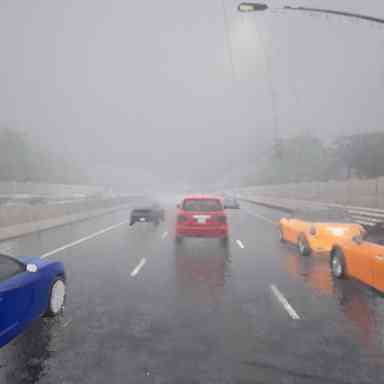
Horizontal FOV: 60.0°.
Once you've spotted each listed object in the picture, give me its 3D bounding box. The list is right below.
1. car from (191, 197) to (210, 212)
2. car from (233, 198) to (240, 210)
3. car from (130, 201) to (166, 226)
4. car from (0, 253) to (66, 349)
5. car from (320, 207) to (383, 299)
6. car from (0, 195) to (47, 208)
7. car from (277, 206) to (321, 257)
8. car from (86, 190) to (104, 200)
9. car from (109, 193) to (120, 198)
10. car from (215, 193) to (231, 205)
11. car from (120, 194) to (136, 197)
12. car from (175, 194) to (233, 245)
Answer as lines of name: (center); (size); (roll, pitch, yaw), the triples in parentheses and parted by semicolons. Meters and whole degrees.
car: (0.950, 1.342, 37.011); (1.994, 1.385, 4.181); (0, 1, 1)
car: (4.477, 1.344, 39.427); (1.994, 1.385, 4.181); (0, 1, 2)
car: (-2.901, 1.380, 22.337); (1.837, 1.490, 4.892); (0, 0, 1)
car: (-3.331, 1.441, 4.301); (1.882, 1.535, 5.008); (0, 0, 1)
car: (4.687, 1.362, 7.069); (2.097, 1.767, 4.553); (0, 0, 1)
car: (-13.496, 1.120, 26.771); (2.097, 1.767, 4.553); (0, 0, 1)
car: (4.831, 1.336, 13.067); (2.097, 1.767, 4.553); (0, 0, 1)
car: (-19.444, 0.672, 66.699); (2.150, 2.045, 5.566); (0, 0, 1)
car: (-15.876, 0.986, 69.565); (2.128, 1.511, 4.902); (0, 0, 1)
car: (4.697, 1.037, 51.406); (2.097, 1.767, 4.553); (0, 0, 1)
car: (-12.423, 1.016, 67.607); (2.033, 1.411, 5.357); (0, 0, 1)
car: (0.438, 1.165, 15.376); (2.150, 2.045, 5.566); (0, 1, 1)
